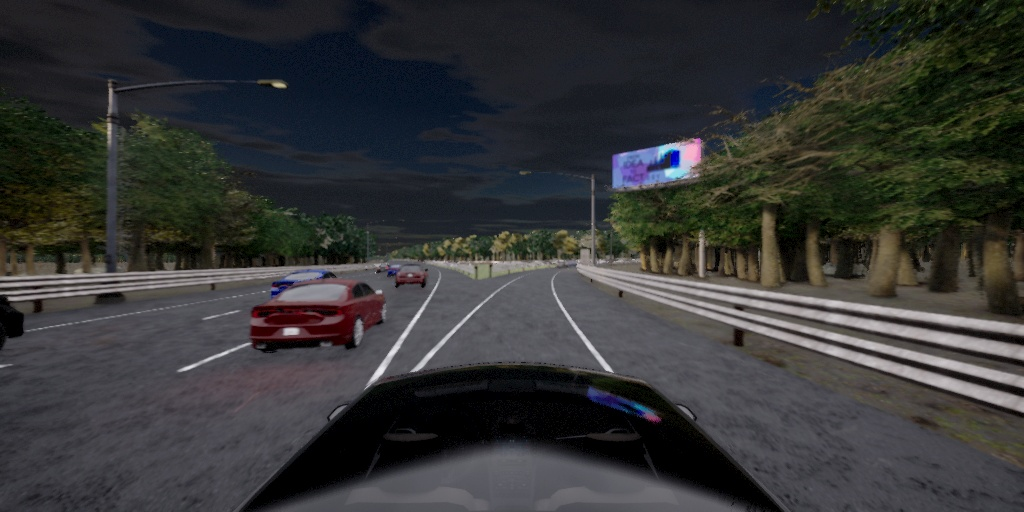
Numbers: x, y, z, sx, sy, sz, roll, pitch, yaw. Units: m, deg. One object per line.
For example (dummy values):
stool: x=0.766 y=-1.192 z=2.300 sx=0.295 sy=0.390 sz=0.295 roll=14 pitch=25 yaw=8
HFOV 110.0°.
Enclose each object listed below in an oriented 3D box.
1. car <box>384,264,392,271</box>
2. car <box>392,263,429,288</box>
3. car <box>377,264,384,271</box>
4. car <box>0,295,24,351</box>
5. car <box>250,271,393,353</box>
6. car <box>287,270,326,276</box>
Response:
car: x=-13.986 y=1.770 z=43.967 sx=1.882 sy=1.535 sz=5.008 roll=0 pitch=-1 yaw=-11
car: x=-7.483 y=1.394 z=27.214 sx=2.097 sy=1.767 sz=4.553 roll=0 pitch=-1 yaw=-10
car: x=-20.232 y=2.028 z=56.886 sx=1.812 sy=1.442 sz=4.674 roll=0 pitch=-1 yaw=-12
car: x=-10.851 y=1.007 z=4.902 sx=2.150 sy=2.045 sz=5.566 roll=0 pitch=0 yaw=-9
car: x=-4.545 y=1.317 z=9.222 sx=1.882 sy=1.535 sz=5.008 roll=0 pitch=-1 yaw=-9
car: x=-9.166 y=1.391 z=16.667 sx=1.882 sy=1.535 sz=5.008 roll=0 pitch=-1 yaw=-9
